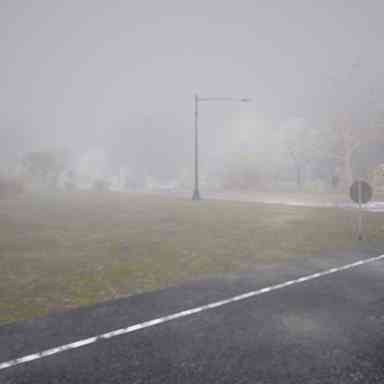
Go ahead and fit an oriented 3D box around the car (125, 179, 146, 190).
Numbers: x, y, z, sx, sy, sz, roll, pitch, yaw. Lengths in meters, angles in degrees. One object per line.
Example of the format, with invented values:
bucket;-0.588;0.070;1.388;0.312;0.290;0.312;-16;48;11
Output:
car;-10.974;-1.545;64.747;2.150;2.045;5.566;-2;3;-36

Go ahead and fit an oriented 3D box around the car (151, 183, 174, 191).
car;-5.114;-0.842;56.654;1.895;1.301;4.718;-2;3;-36
